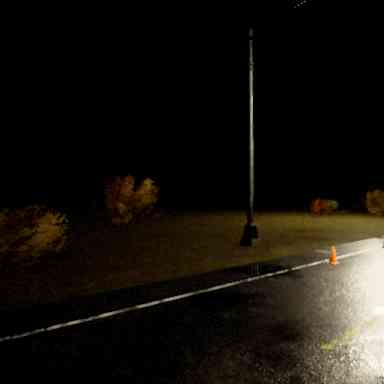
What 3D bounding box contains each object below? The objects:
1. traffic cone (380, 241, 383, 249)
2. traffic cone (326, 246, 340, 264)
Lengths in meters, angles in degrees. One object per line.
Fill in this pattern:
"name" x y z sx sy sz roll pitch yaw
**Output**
"traffic cone" 8.700 2.257 14.972 0.340 0.580 0.340 1 -2 -41
"traffic cone" 4.958 2.196 11.692 0.340 0.580 0.340 1 -2 -41
